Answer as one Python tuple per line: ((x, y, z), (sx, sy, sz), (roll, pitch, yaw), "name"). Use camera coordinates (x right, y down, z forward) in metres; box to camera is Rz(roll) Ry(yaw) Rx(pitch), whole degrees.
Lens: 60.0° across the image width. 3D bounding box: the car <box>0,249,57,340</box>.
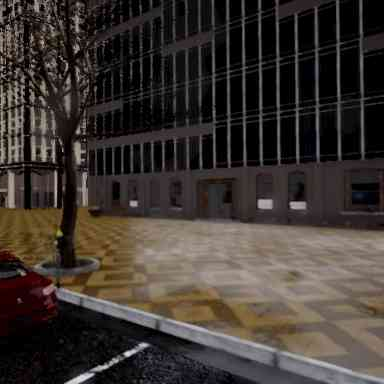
((-4.010, 1.605, 5.741), (4.206, 1.307, 1.802), (0, -1, 35), "car")
